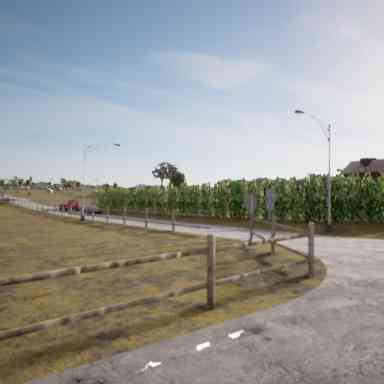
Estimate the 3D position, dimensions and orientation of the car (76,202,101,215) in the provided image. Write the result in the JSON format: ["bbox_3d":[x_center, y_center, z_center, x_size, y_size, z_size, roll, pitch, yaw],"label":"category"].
[{"bbox_3d":[-15.042,2.580,49.154,1.994,1.385,4.181,3,-2,-36],"label":"car"}]

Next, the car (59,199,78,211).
[{"bbox_3d":[-21.362,2.258,57.898,2.150,2.045,5.566,3,-1,-36],"label":"car"}]
